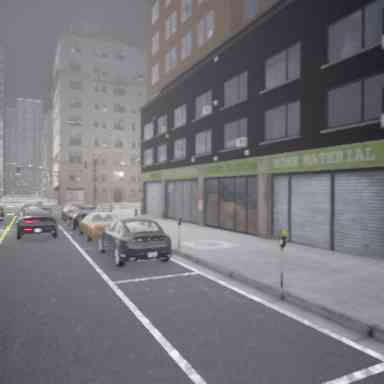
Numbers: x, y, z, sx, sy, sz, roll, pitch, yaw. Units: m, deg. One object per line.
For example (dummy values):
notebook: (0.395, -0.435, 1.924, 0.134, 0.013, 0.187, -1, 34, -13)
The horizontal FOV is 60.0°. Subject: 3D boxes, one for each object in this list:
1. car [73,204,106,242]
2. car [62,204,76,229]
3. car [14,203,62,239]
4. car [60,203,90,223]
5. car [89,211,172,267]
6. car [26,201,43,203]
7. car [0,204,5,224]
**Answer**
car: (-4.618, 1.553, 16.713, 1.752, 1.417, 4.829, -1, 0, -26)
car: (-6.993, 1.600, 21.581, 1.947, 1.339, 4.313, -1, 0, -26)
car: (-8.165, 1.532, 17.566, 1.837, 1.490, 4.892, 0, 0, -26)
car: (-9.443, 1.623, 26.600, 1.802, 1.307, 4.206, -1, 0, -26)
car: (-2.094, 1.571, 11.540, 2.008, 1.369, 4.403, -1, 0, -26)
car: (-14.004, 1.521, 29.493, 1.882, 1.535, 5.008, 0, 0, -25)
car: (-14.974, 1.528, 24.552, 2.128, 1.511, 4.902, 0, 0, -26)
